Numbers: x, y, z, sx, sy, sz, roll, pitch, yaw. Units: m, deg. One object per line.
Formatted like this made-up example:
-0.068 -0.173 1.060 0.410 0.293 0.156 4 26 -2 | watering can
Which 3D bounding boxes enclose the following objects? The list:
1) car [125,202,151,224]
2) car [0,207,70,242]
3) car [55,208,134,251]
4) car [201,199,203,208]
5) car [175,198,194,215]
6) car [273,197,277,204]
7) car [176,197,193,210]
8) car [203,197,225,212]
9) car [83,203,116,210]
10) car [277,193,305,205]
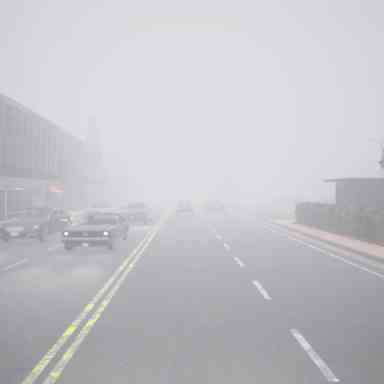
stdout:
-4.103 1.505 24.791 1.837 1.490 4.892 0 0 -1 | car
-7.446 1.491 16.389 2.128 1.511 4.902 0 0 0 | car
-3.924 1.601 14.281 1.895 1.301 4.718 0 0 -1 | car
2.384 1.477 48.478 1.882 1.535 5.008 0 0 -1 | car
-0.731 1.547 34.312 2.033 1.411 5.357 0 0 -2 | car
16.364 1.153 57.145 4.605 1.855 1.932 0 0 -3 | car
-1.007 1.491 44.913 2.128 1.511 4.902 0 0 -1 | car
2.667 1.564 38.446 1.994 1.385 4.181 0 0 -2 | car
-7.752 1.601 28.057 1.895 1.301 4.718 0 0 -1 | car
16.457 1.156 54.252 3.866 1.878 1.905 0 0 -3 | car
